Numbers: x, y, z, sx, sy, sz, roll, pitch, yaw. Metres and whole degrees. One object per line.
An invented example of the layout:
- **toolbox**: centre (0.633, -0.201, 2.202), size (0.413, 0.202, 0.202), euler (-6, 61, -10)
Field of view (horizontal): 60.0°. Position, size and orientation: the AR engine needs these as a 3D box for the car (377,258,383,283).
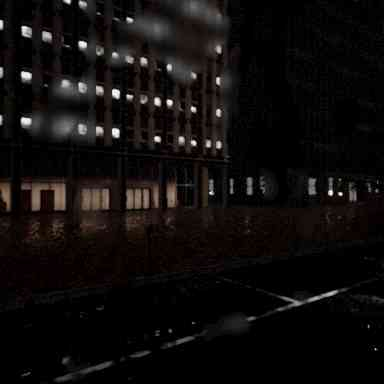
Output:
- **car**: centre (6.700, 1.501, 8.159), size (5.357, 1.411, 2.033), euler (0, 0, -35)
